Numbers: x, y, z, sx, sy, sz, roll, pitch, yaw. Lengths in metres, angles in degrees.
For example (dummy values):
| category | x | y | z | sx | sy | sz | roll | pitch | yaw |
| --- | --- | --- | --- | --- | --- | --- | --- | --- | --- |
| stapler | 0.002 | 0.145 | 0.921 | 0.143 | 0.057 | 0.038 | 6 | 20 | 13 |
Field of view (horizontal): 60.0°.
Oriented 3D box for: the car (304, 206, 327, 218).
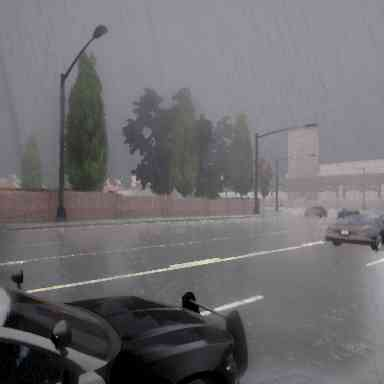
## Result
| category | x | y | z | sx | sy | sz | roll | pitch | yaw |
| --- | --- | --- | --- | --- | --- | --- | --- | --- | --- |
| car | 14.835 | 2.356 | 39.594 | 1.812 | 1.442 | 4.674 | 0 | -2 | 33 |

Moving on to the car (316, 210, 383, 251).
| category | x | y | z | sx | sy | sz | roll | pitch | yaw |
| --- | --- | --- | --- | --- | --- | --- | --- | --- | --- |
| car | 7.920 | 1.716 | 15.017 | 5.357 | 1.411 | 2.033 | 2 | -1 | -44 |

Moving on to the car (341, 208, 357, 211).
| category | x | y | z | sx | sy | sz | roll | pitch | yaw |
| --- | --- | --- | --- | --- | --- | --- | --- | --- | --- |
| car | 17.741 | 2.461 | 37.644 | 1.895 | 1.301 | 4.718 | 0 | -2 | 33 |

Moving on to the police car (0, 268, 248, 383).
| category | x | y | z | sx | sy | sz | roll | pitch | yaw |
| --- | --- | --- | --- | --- | --- | --- | --- | --- | --- |
| police car | -1.759 | 1.425 | 2.486 | 5.238 | 1.638 | 1.930 | 0 | 0 | -35 |
